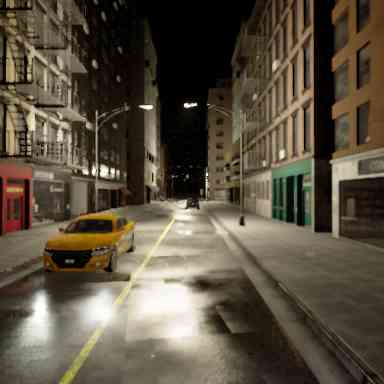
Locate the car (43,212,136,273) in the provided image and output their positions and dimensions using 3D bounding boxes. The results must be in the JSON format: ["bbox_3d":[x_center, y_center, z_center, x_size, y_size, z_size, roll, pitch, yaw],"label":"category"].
[{"bbox_3d":[-3.098,1.481,10.931,1.882,1.535,5.008,0,0,0],"label":"car"}]

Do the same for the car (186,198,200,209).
[{"bbox_3d":[0.109,1.584,45.724,2.033,1.411,5.357,0,0,0],"label":"car"}]
